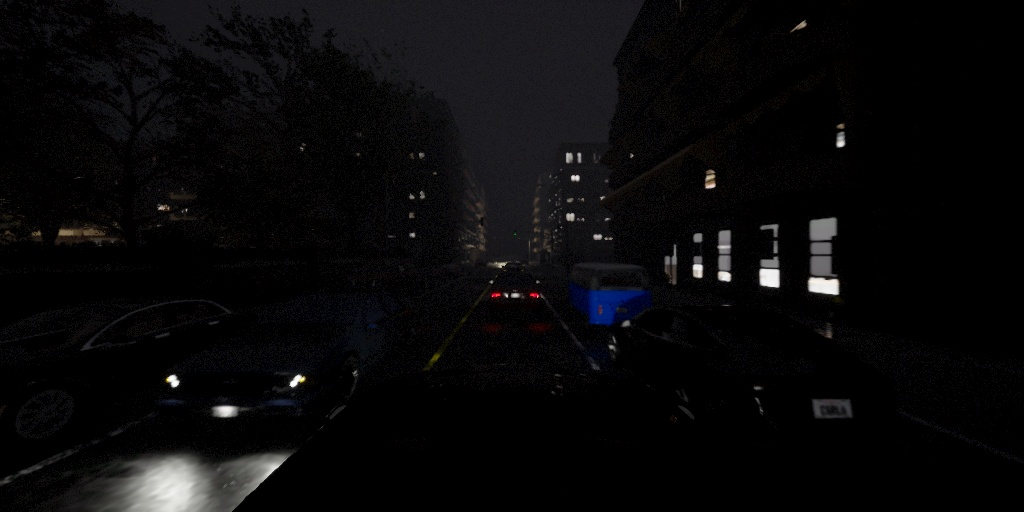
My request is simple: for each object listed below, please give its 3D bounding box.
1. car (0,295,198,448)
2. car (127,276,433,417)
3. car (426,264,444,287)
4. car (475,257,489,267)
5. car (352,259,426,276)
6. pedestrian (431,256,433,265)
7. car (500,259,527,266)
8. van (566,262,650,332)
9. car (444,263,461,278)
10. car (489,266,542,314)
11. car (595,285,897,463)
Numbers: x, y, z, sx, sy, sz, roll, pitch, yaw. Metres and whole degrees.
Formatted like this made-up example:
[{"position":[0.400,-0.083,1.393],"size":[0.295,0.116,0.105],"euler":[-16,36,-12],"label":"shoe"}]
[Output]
[{"position":[-5.689,1.299,5.086],"size":[2.007,1.370,4.403],"euler":[0,0,0],"label":"car"},{"position":[-3.099,1.294,6.536],"size":[2.033,1.411,5.357],"euler":[0,0,0],"label":"car"},{"position":[-5.686,1.304,21.692],"size":[1.948,1.339,4.313],"euler":[0,0,0],"label":"car"},{"position":[-5.680,1.158,65.173],"size":[1.967,1.591,4.097],"euler":[0,0,0],"label":"car"},{"position":[-5.687,1.056,16.157],"size":[2.192,1.841,5.009],"euler":[0,0,0],"label":"car"},{"position":[-12.705,0.626,56.166],"size":[0.375,1.860,0.375],"euler":[0,-1,-1],"label":"pedestrian"},{"position":[0.105,1.259,30.474],"size":[1.812,1.442,4.674],"euler":[0,0,0],"label":"car"},{"position":[2.692,1.085,10.621],"size":[1.690,1.789,3.998],"euler":[0,0,0],"label":"van"},{"position":[-5.685,1.314,32.762],"size":[1.802,1.307,4.207],"euler":[0,0,0],"label":"car"},{"position":[0.103,1.289,13.806],"size":[2.033,1.411,5.357],"euler":[0,0,0],"label":"car"},{"position":[2.692,1.313,5.086],"size":[1.948,1.339,4.313],"euler":[0,0,0],"label":"car"}]
